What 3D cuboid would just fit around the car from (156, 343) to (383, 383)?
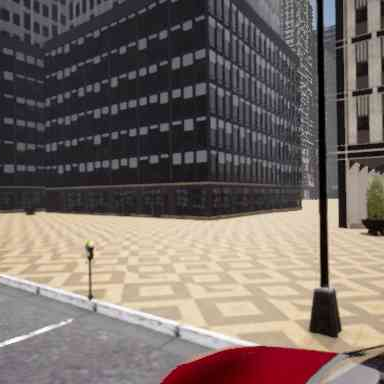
[{"bbox_3d":[1.527,1.579,1.769,4.206,1.307,1.802,-1,-1,35],"label":"car"}]
